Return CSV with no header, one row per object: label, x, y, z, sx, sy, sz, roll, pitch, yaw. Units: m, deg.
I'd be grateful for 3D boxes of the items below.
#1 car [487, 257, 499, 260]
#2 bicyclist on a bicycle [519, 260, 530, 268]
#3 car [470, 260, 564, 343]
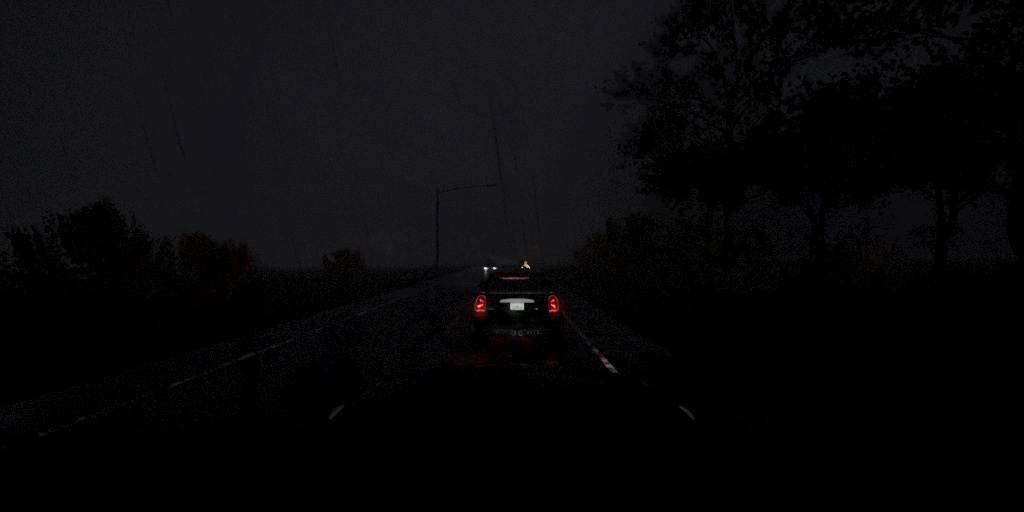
car,-3.758,1.216,62.550,1.837,1.490,4.892,0,0,0
bicyclist on a bicycle,0.976,1.169,25.609,0.866,1.612,1.509,0,0,1
car,0.114,1.096,9.787,2.097,1.767,4.553,0,0,0
